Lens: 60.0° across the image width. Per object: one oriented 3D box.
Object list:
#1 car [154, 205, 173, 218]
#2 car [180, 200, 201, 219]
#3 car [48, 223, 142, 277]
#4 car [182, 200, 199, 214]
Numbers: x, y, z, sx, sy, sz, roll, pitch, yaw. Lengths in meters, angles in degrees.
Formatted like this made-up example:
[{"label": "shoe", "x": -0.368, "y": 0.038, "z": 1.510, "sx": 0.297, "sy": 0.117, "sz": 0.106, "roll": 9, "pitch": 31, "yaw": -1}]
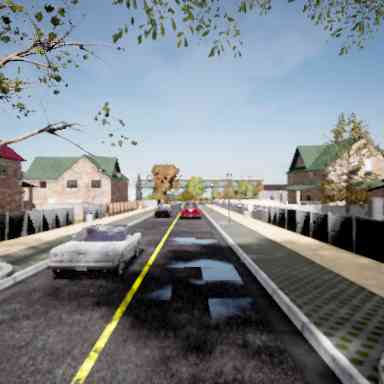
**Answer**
[{"label": "car", "x": -3.050, "y": 2.116, "z": 36.194, "sx": 1.895, "sy": 1.301, "sz": 4.718, "roll": 0, "pitch": -1, "yaw": 0}, {"label": "car", "x": -0.108, "y": 1.840, "z": 34.564, "sx": 2.097, "sy": 1.767, "sz": 4.553, "roll": 0, "pitch": -1, "yaw": 0}, {"label": "car", "x": -2.890, "y": 1.751, "z": 10.883, "sx": 1.895, "sy": 1.301, "sz": 4.718, "roll": 0, "pitch": -1, "yaw": 0}, {"label": "car", "x": -0.192, "y": 2.001, "z": 45.102, "sx": 2.097, "sy": 1.767, "sz": 4.553, "roll": 0, "pitch": -1, "yaw": 0}]
